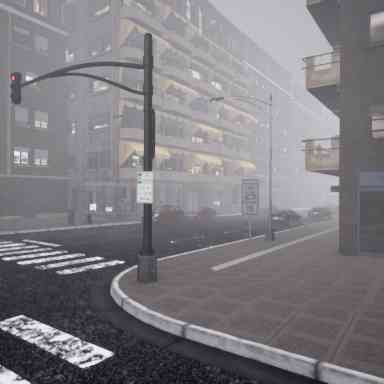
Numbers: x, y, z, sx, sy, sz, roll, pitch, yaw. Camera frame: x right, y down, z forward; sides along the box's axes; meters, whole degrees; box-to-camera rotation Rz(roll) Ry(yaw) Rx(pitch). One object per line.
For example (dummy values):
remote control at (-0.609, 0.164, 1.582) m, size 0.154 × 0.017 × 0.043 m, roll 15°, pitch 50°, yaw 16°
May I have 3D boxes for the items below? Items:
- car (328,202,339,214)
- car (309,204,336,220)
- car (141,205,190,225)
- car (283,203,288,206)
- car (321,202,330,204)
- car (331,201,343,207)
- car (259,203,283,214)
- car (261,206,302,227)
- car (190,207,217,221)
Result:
car at (20.732, 2.458, 46.231) m, size 1.752 × 1.417 × 4.829 m, roll -1°, pitch -2°, yaw 35°
car at (14.164, 2.295, 36.767) m, size 1.947 × 1.339 × 4.313 m, roll -1°, pitch -2°, yaw 35°
car at (-2.372, 1.820, 27.527) m, size 1.967 × 1.590 × 4.097 m, roll -1°, pitch -1°, yaw 35°
car at (13.708, 2.404, 50.692) m, size 1.752 × 1.417 × 4.829 m, roll -1°, pitch -1°, yaw 35°
car at (19.502, 2.545, 48.921) m, size 1.895 × 1.301 × 4.718 m, roll 0°, pitch -1°, yaw 35°
car at (36.428, 3.021, 83.483) m, size 1.967 × 1.590 × 4.097 m, roll -1°, pitch -1°, yaw 35°
car at (10.569, 2.326, 46.170) m, size 1.887 × 1.381 × 4.507 m, roll -1°, pitch -1°, yaw 35°
car at (7.692, 2.095, 27.444) m, size 1.947 × 1.339 × 4.313 m, roll -1°, pitch -2°, yaw 35°
car at (0.863, 2.063, 32.185) m, size 1.802 × 1.307 × 4.206 m, roll -1°, pitch -1°, yaw 35°
